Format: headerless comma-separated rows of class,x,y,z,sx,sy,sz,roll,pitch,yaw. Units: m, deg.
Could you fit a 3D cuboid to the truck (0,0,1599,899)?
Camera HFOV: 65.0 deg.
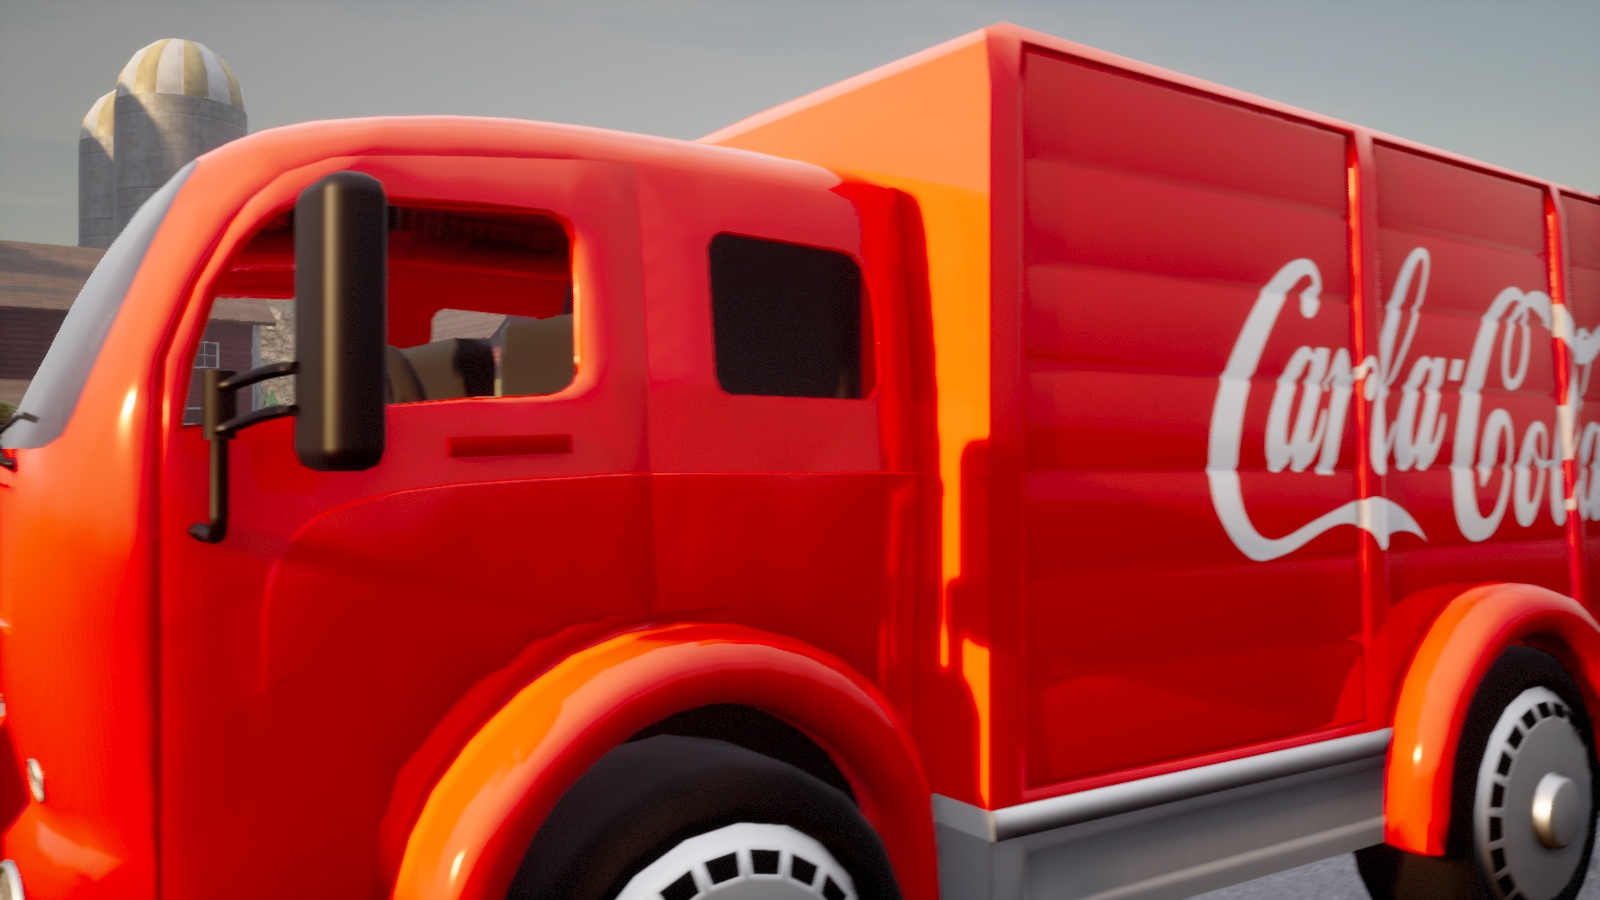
truck,0.432,0.267,3.970,5.204,2.467,2.627,0,0,-35
